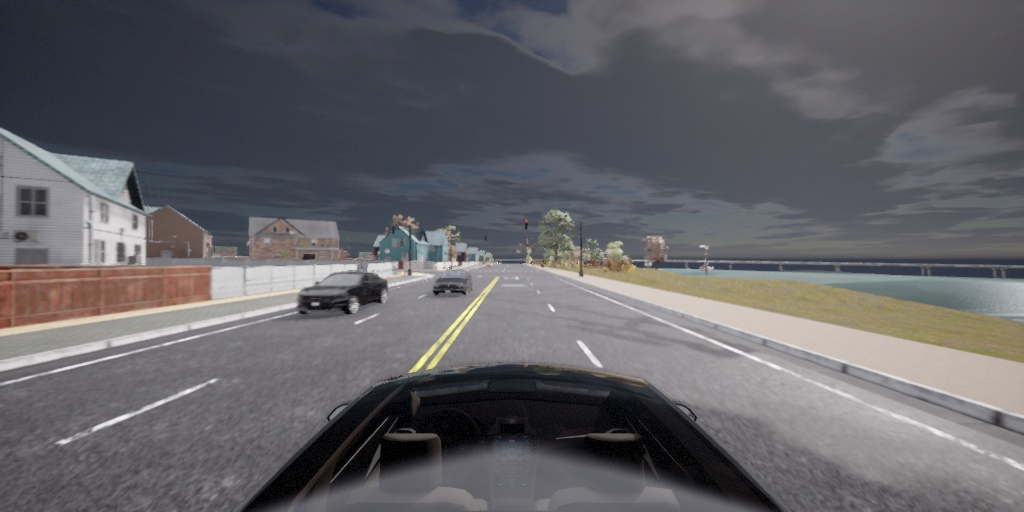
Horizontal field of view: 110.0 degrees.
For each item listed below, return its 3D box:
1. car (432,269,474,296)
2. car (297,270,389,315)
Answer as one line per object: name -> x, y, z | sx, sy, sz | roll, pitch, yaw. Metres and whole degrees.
car -> -3.347, 1.513, 21.418 | 2.033, 1.411, 5.357 | 0, -1, 0
car -> -6.598, 1.368, 14.542 | 1.882, 1.535, 5.008 | 0, -1, 0
